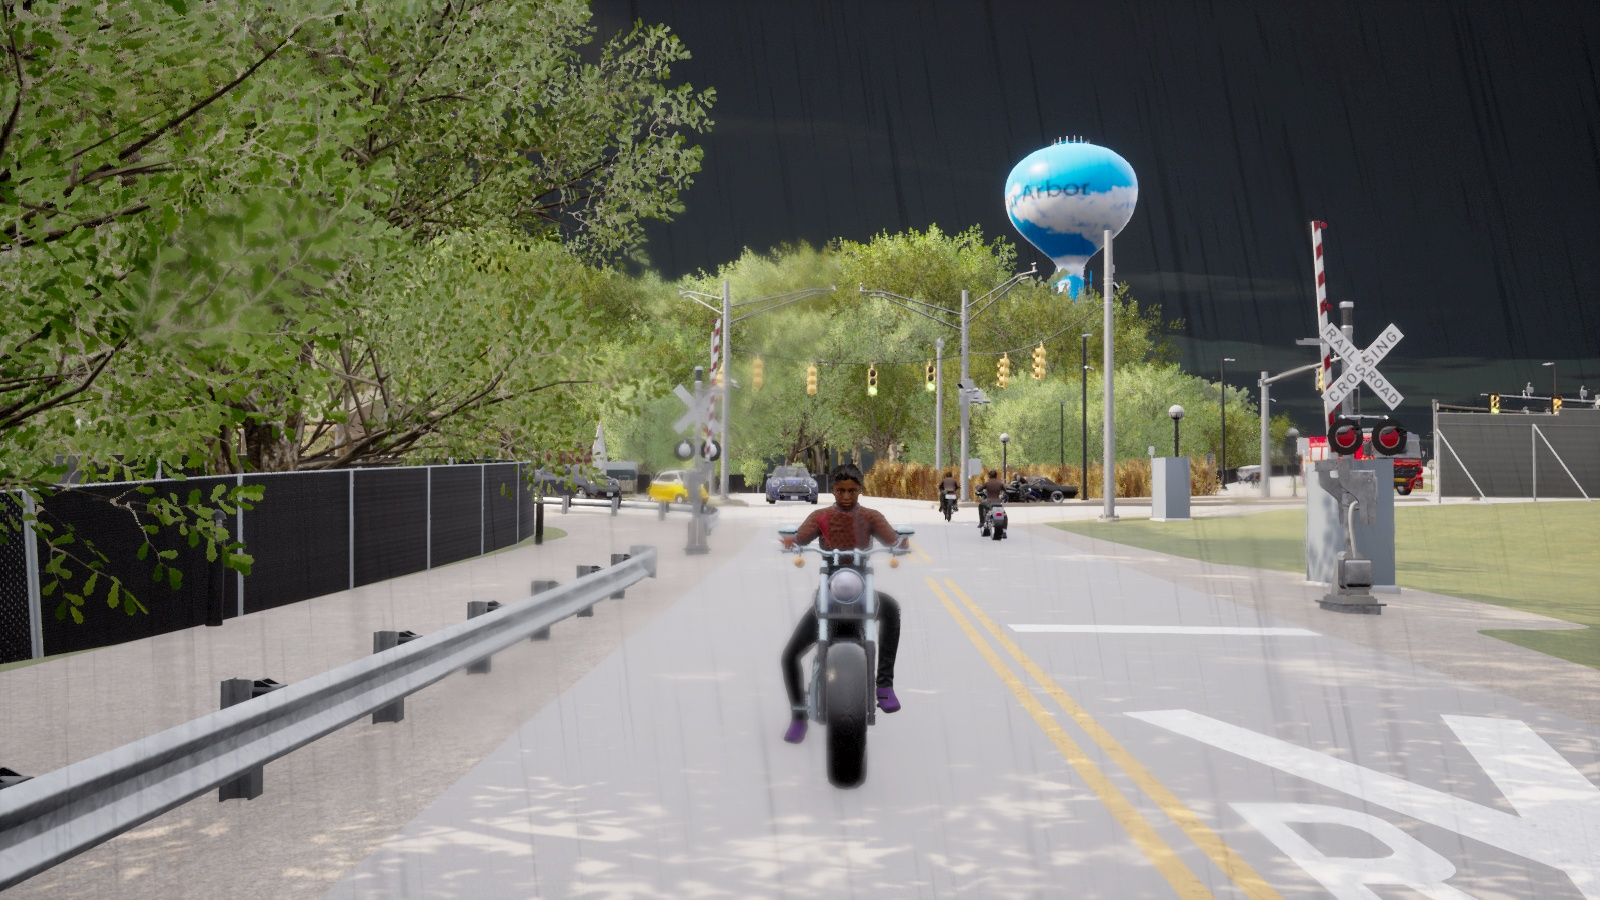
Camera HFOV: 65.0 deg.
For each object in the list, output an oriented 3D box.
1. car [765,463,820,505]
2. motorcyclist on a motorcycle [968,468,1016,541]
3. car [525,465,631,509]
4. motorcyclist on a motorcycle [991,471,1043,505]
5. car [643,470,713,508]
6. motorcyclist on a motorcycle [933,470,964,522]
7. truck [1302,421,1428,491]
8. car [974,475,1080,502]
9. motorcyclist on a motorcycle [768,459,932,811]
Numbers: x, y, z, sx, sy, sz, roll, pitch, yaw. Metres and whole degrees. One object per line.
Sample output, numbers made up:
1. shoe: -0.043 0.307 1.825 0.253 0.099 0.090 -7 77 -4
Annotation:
1. car: -0.371 1.471 55.251 2.097 1.767 4.553 0 -1 -4
2. motorcyclist on a motorcycle: 4.471 1.243 29.341 0.766 1.649 2.350 1 -1 0
3. car: -7.950 1.329 44.832 3.633 1.501 1.845 -1 -3 41
4. motorcyclist on a motorcycle: 9.858 1.730 57.019 2.191 1.530 0.866 0 -1 -4
5. car: -4.654 1.502 47.848 2.207 1.376 1.481 -2 -3 34
6. motorcyclist on a motorcycle: 4.506 1.391 38.193 0.797 1.523 2.044 2 -1 4
7. truck: 32.605 0.409 72.907 2.891 3.827 8.468 0 -1 -5
8. car: 10.908 1.855 60.601 4.718 1.301 1.895 0 -1 -4
9. motorcyclist on a motorcycle: 0.270 0.884 7.085 0.766 1.649 2.350 0 -1 2
